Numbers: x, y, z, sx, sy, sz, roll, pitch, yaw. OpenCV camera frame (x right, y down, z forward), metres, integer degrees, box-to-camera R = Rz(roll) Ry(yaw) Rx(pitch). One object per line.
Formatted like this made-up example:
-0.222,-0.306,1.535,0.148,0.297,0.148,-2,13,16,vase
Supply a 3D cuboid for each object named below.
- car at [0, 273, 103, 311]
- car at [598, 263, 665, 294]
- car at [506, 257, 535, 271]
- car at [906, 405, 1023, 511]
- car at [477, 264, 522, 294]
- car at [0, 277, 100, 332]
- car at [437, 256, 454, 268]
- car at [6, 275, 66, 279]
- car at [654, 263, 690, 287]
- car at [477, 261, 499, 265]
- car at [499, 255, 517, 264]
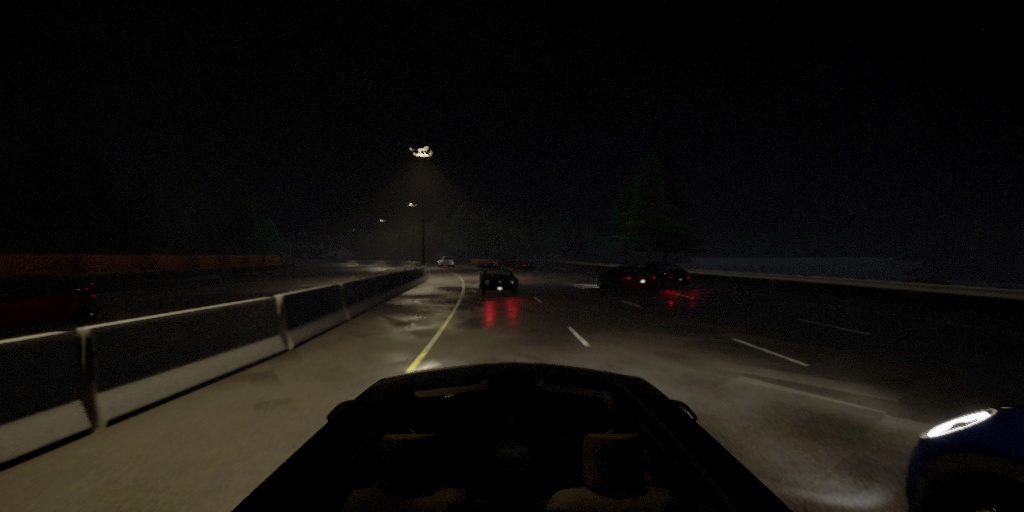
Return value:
-21.789,1.549,16.217,1.994,1.385,4.181,-1,0,-5,car
6.228,1.227,19.695,1.994,1.385,4.181,-1,0,-6,car
1.373,1.239,48.194,2.033,1.411,5.357,-1,0,-18,car
3.596,1.062,0.390,2.097,1.767,4.553,-1,0,0,car
-0.872,1.344,20.184,1.895,1.301,4.718,-1,0,-7,car
-14.368,1.469,9.894,1.994,1.385,4.181,-1,0,-3,car
-11.847,1.050,63.841,2.150,2.045,5.566,0,0,-22,car
-18.036,1.508,12.800,1.994,1.385,4.181,-1,0,-4,car
9.353,1.150,22.749,1.812,1.442,4.674,-1,0,-7,car
-3.930,1.348,53.688,1.895,1.301,4.718,-1,0,-19,car
-0.700,0.923,64.428,2.150,2.045,5.566,0,0,-21,car
